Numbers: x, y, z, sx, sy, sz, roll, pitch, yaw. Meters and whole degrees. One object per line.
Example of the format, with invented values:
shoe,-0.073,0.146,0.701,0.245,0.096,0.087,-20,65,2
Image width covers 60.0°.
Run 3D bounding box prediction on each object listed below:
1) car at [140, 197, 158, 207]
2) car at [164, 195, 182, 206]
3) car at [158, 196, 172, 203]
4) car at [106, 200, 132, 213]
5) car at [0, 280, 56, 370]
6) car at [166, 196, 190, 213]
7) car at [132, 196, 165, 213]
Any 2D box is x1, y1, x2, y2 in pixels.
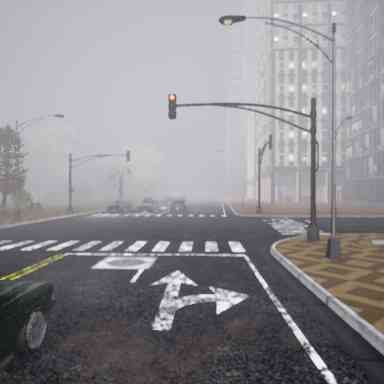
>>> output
car,-6.708,1.498,51.832,1.812,1.442,4.674,0,1,5
car,-3.318,1.464,53.535,2.128,1.511,4.902,0,0,5
car,-5.387,1.519,67.356,2.033,1.411,5.357,0,0,5
car,-7.921,1.577,36.935,1.895,1.301,4.718,0,0,5
car,-3.086,1.599,3.104,1.895,1.301,4.718,0,0,1
car,-1.277,1.506,35.916,1.812,1.442,4.674,0,0,5
car,-4.687,1.525,36.629,2.033,1.411,5.357,0,0,5
